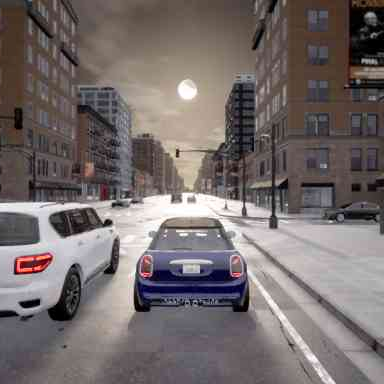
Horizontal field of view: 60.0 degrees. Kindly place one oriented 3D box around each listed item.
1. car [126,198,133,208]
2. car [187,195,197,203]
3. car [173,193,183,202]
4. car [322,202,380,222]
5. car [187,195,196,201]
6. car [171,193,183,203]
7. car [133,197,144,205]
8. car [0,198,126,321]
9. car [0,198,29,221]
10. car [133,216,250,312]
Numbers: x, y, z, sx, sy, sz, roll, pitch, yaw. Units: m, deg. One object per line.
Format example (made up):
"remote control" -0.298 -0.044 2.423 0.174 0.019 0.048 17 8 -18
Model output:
"car" -9.908 1.598 46.212 1.895 1.301 4.718 0 0 0
"car" -0.090 1.482 69.248 2.128 1.511 4.902 0 0 0
"car" -3.354 1.212 80.382 2.150 2.045 5.566 0 0 0
"car" 12.688 1.545 25.901 4.892 1.490 1.837 0 0 2
"car" -0.104 1.453 79.697 1.895 1.301 4.718 0 0 0
"car" -3.254 1.211 69.992 2.150 2.045 5.566 0 0 0
"car" -9.902 1.556 60.082 1.994 1.385 4.181 0 0 0
"car" -3.158 1.223 7.407 2.150 2.045 5.566 0 0 0
"car" -15.304 1.362 26.098 4.553 1.767 2.097 0 -1 -26
"car" -0.003 1.352 7.864 2.097 1.767 4.553 0 0 0
